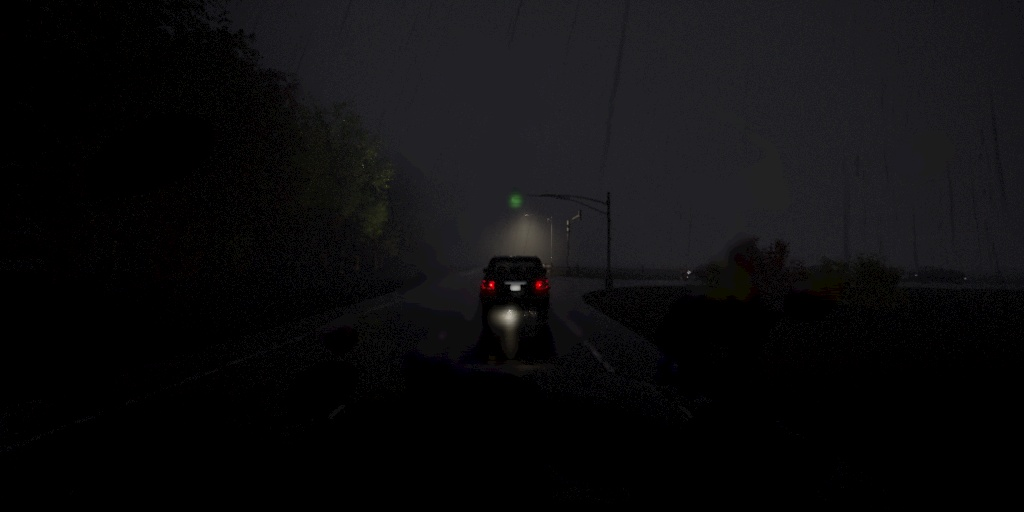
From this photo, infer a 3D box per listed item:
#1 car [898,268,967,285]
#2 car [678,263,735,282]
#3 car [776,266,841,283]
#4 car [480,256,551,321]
[{"bbox_3d":[38.215,1.822,32.679,4.902,1.511,2.128,1,-1,0],"label":"car"},{"bbox_3d":[17.749,1.459,32.812,4.553,1.767,2.097,1,-1,1],"label":"car"},{"bbox_3d":[26.972,1.685,32.735,5.008,1.535,1.882,0,-1,0],"label":"car"},{"bbox_3d":[0.106,1.012,12.849,2.150,2.045,5.566,0,0,0],"label":"car"}]
